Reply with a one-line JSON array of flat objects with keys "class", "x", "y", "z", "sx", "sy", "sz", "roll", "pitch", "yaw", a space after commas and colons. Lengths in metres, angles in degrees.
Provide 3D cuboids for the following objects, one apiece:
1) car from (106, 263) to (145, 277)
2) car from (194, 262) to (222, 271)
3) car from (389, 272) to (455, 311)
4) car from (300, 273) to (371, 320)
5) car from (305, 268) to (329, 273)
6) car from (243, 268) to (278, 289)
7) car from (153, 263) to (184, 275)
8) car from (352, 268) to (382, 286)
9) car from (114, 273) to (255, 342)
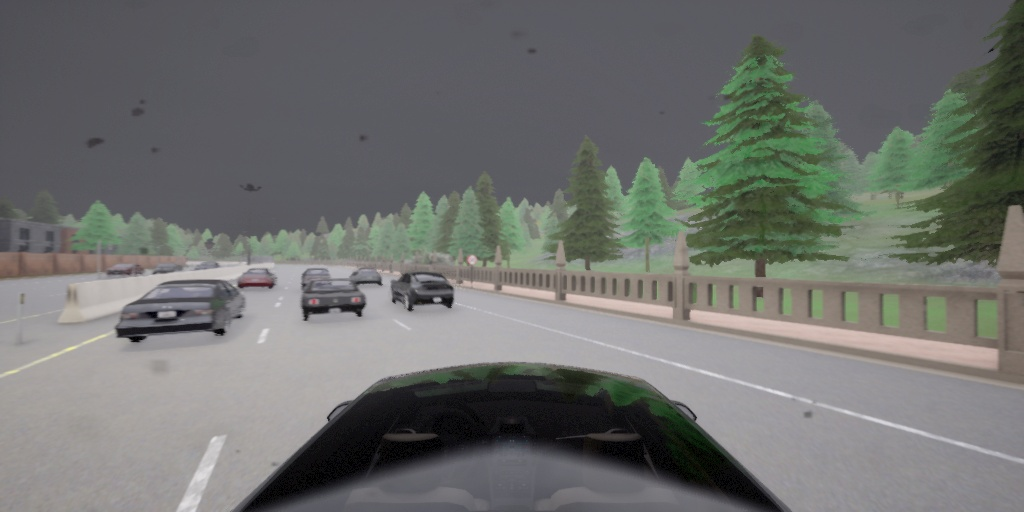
[{"class": "car", "x": -42.612, "y": 1.511, "z": 39.664, "sx": 1.882, "sy": 1.535, "sz": 5.008, "roll": 1, "pitch": -1, "yaw": -30}, {"class": "car", "x": -36.846, "y": 1.472, "z": 43.665, "sx": 2.097, "sy": 1.767, "sz": 4.553, "roll": 1, "pitch": -1, "yaw": -30}, {"class": "car", "x": -4.026, "y": 1.423, "z": 15.643, "sx": 1.837, "sy": 1.490, "sz": 4.892, "roll": 1, "pitch": -1, "yaw": -30}, {"class": "car", "x": -6.707, "y": 1.471, "z": 13.284, "sx": 1.895, "sy": 1.301, "sz": 4.718, "roll": 1, "pitch": -1, "yaw": -30}, {"class": "car", "x": -13.497, "y": 1.538, "z": 24.785, "sx": 2.033, "sy": 1.411, "sz": 5.357, "roll": 1, "pitch": -1, "yaw": -30}, {"class": "car", "x": -17.686, "y": 1.536, "z": 25.061, "sx": 1.994, "sy": 1.385, "sz": 4.181, "roll": 1, "pitch": -1, "yaw": -30}, {"class": "car", "x": -39.623, "y": 1.579, "z": 41.478, "sx": 1.837, "sy": 1.490, "sz": 4.892, "roll": 1, "pitch": -1, "yaw": -30}, {"class": "car", "x": -11.662, "y": 1.617, "z": 28.625, "sx": 1.994, "sy": 1.385, "sz": 4.181, "roll": 1, "pitch": -1, "yaw": -30}, {"class": "car", "x": -8.920, "y": 1.364, "z": 10.126, "sx": 2.033, "sy": 1.411, "sz": 5.357, "roll": 1, "pitch": -1, "yaw": -30}]
